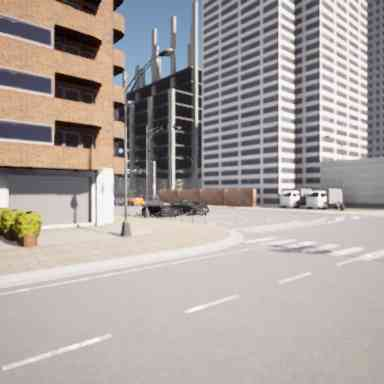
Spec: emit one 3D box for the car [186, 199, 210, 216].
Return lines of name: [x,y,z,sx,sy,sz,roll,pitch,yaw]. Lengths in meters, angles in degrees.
car: [-0.312,1.498,32.747,1.837,1.490,4.892,0,0,-41]

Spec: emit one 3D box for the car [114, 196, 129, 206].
car: [-12.519,1.533,52.359,2.033,1.411,5.357,0,0,-41]

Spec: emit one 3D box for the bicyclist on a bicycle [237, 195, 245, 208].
bicyclist on a bicycle: [6.381,1.258,43.322,1.656,1.620,0.582,-1,0,-41]

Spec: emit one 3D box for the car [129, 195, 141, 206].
car: [-9.853,1.326,54.626,2.097,1.767,4.553,0,0,-41]

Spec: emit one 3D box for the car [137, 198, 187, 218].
car: [-2.750,1.568,30.217,1.994,1.385,4.181,0,0,-41]
